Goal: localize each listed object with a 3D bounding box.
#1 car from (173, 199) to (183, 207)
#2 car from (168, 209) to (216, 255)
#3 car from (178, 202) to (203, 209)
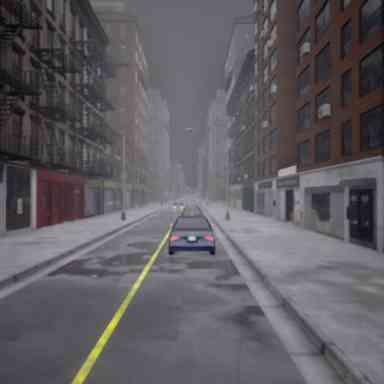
[{"bbox_3d":[-2.762,2.160,66.873,1.812,1.442,4.674,0,-1,0],"label":"car"},{"bbox_3d":[0.001,1.680,13.989,2.033,1.411,5.357,0,-1,0],"label":"car"},{"bbox_3d":[0.007,1.841,29.270,1.994,1.385,4.181,0,0,0],"label":"car"}]
